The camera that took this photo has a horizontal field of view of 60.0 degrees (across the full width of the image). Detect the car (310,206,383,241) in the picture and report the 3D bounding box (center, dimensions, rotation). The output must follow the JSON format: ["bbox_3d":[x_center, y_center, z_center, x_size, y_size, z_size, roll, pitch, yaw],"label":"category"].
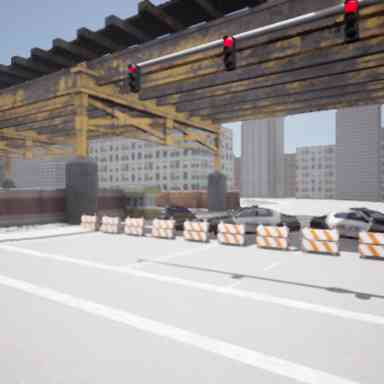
[{"bbox_3d":[7.641,1.308,14.706,1.853,1.218,4.536,0,0,-26],"label":"car"}]

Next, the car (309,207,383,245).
[{"bbox_3d":[7.664,1.465,14.659,2.038,1.542,4.974,0,0,-26],"label":"car"}]

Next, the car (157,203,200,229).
[{"bbox_3d":[-0.932,1.330,19.850,1.853,1.218,4.536,0,0,-11],"label":"car"}]

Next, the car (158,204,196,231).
[{"bbox_3d":[-0.922,1.488,19.799,2.038,1.542,4.974,0,0,-11],"label":"car"}]

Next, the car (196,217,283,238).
[{"bbox_3d":[2.836,1.477,17.132,4.974,1.542,2.038,0,0,-1],"label":"car"}]

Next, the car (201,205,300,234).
[{"bbox_3d":[2.888,1.320,17.133,4.536,1.218,1.853,0,0,-1],"label":"car"}]
